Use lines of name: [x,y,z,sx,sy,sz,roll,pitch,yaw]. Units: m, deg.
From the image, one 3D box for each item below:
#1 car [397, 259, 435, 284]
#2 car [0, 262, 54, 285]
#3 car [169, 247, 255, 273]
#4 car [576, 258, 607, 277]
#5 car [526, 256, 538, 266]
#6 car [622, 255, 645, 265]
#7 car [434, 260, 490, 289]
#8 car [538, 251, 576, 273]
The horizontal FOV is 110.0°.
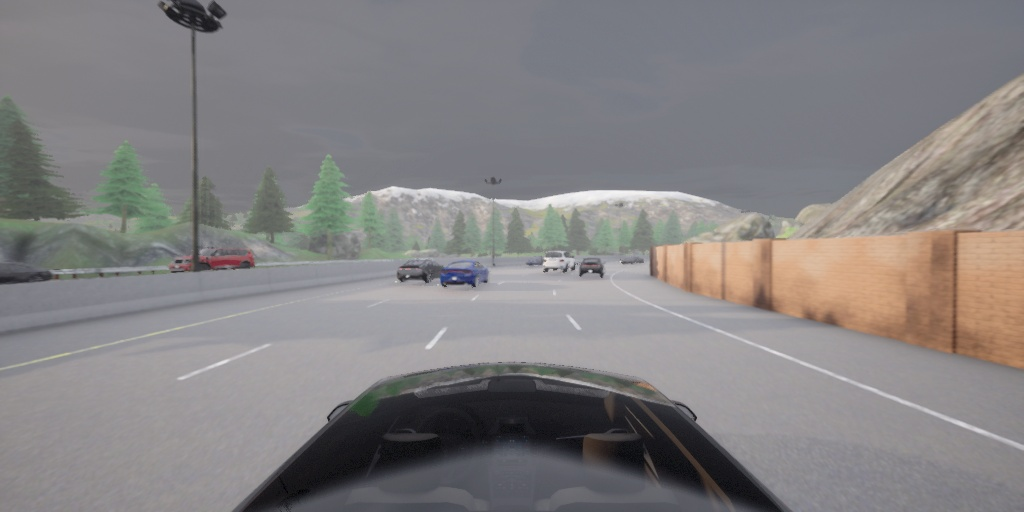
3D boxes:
car: [-5.728,0.956,23.514,2.128,1.511,4.902,0,1,10]
car: [-27.559,1.053,18.766,1.812,1.442,4.674,0,1,5]
car: [-22.936,0.352,27.798,2.150,2.045,5.566,0,1,11]
car: [6.708,0.887,29.763,1.837,1.490,4.892,-1,1,17]
car: [3.979,0.682,48.730,2.033,1.411,5.357,0,1,36]
car: [18.907,0.606,55.698,4.181,1.385,1.994,-1,1,-44]
car: [-2.612,0.975,20.994,1.882,1.535,5.008,0,1,8]
car: [4.664,0.541,34.684,2.150,2.045,5.566,0,1,22]
